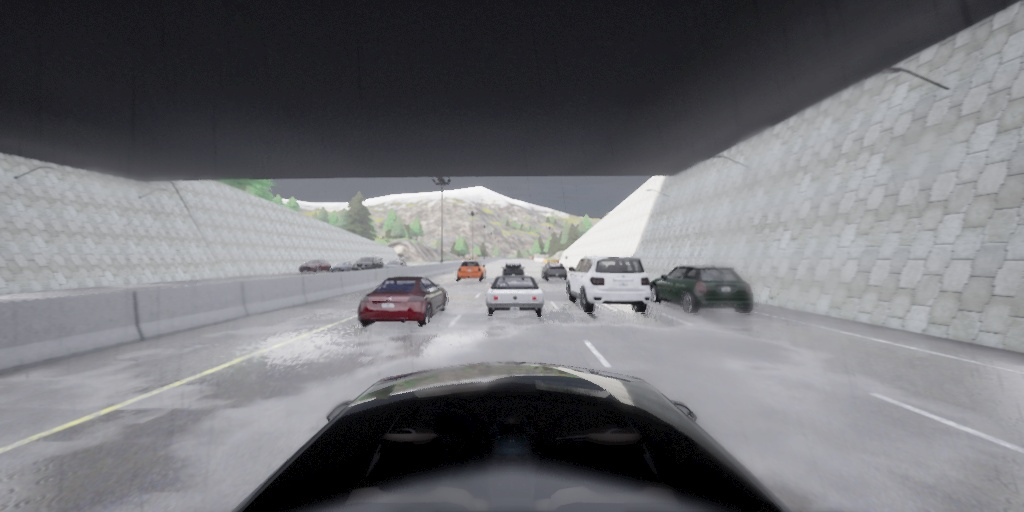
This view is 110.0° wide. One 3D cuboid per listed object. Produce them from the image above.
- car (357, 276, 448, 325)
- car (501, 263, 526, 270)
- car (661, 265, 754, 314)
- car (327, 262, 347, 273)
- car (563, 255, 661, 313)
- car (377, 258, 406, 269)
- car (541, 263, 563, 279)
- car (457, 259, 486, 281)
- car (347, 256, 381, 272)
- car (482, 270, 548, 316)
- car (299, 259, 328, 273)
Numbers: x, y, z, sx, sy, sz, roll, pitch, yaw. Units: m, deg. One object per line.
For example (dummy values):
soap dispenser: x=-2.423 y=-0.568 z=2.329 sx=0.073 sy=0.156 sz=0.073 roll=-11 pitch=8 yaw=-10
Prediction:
car: x=-3.404 y=1.337 z=11.860 sx=1.994 sy=1.385 sz=4.181 roll=0 pitch=0 yaw=0
car: x=0.107 y=1.321 z=31.100 sx=1.837 sy=1.490 sz=4.892 roll=0 pitch=0 yaw=0
car: x=7.097 y=1.130 z=14.012 sx=2.097 sy=1.767 sz=4.553 roll=0 pitch=0 yaw=0
car: x=-21.063 y=1.413 z=45.504 sx=1.994 sy=1.385 sz=4.181 roll=0 pitch=0 yaw=0
car: x=3.597 y=1.000 z=14.253 sx=2.150 sy=2.045 sz=5.566 roll=0 pitch=0 yaw=0
car: x=-14.073 y=1.347 z=42.944 sx=1.837 sy=1.490 sz=4.892 roll=0 pitch=0 yaw=0
car: x=3.607 y=1.308 z=31.037 sx=2.128 sy=1.511 sz=4.902 roll=0 pitch=0 yaw=0
car: x=-3.393 y=1.167 z=30.767 sx=2.097 sy=1.767 sz=4.553 roll=0 pitch=0 yaw=0
car: x=-17.573 y=1.067 z=44.013 sx=2.150 sy=2.045 sz=5.566 roll=0 pitch=0 yaw=0
car: x=0.097 y=1.378 z=13.574 sx=1.895 sy=1.301 sz=4.718 roll=0 pitch=0 yaw=0
car: x=-24.562 y=1.199 z=44.925 sx=2.097 sy=1.767 sz=4.553 roll=0 pitch=0 yaw=0
